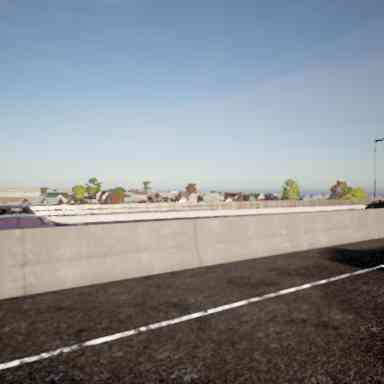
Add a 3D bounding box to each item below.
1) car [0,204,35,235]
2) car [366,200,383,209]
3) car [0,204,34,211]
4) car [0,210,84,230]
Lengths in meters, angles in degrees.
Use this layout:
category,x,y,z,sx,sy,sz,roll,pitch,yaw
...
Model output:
category,x,y,z,sx,sy,sz,roll,pitch,yaw
car,-11.173,1.474,17.508,5.008,1.535,1.882,0,0,-35
car,23.672,1.640,41.655,4.181,1.385,1.994,0,0,-34
car,-9.049,1.349,14.722,4.553,1.767,2.097,0,0,-35
car,-6.614,1.545,12.165,5.357,1.411,2.033,0,0,-35
